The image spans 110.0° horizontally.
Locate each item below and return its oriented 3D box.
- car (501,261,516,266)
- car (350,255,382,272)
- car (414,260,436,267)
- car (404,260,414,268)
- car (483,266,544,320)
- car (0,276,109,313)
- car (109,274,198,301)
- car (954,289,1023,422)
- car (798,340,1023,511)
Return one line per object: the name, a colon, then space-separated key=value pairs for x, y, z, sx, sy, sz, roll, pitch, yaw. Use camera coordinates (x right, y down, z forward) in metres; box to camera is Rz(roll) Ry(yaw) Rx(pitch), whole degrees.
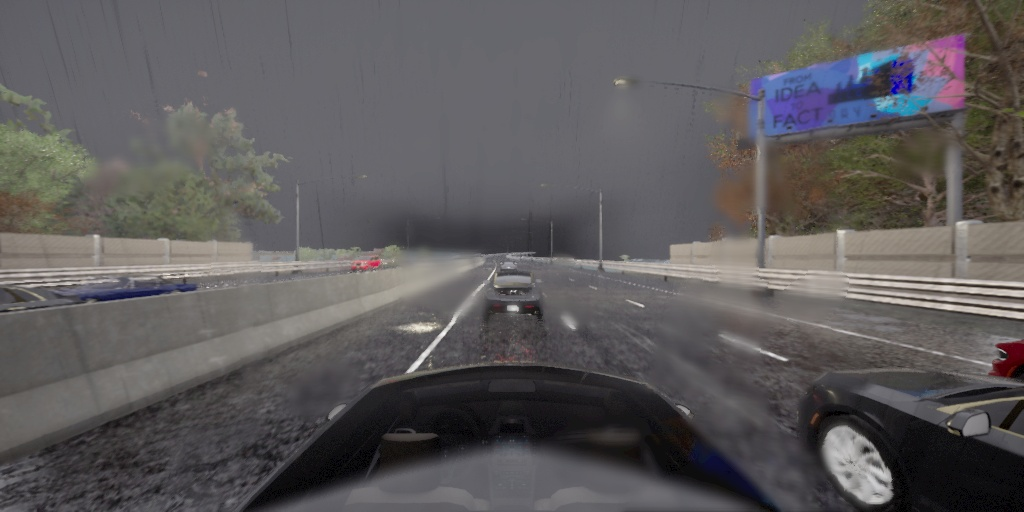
car: x=-0.413 y=1.287 z=43.261 sx=1.994 sy=1.385 sz=4.181 roll=0 pitch=0 yaw=-1
car: x=-18.140 y=0.954 z=44.889 sx=2.150 sy=2.045 sz=5.566 roll=0 pitch=0 yaw=-1
car: x=-11.205 y=1.329 z=47.687 sx=1.895 sy=1.301 sz=4.718 roll=0 pitch=0 yaw=-1
car: x=-14.879 y=1.286 z=54.408 sx=1.994 sy=1.385 sz=4.181 roll=0 pitch=0 yaw=-1
car: x=0.053 y=1.253 z=12.557 sx=1.837 sy=1.490 sz=4.892 roll=0 pitch=0 yaw=0
car: x=-10.616 y=1.258 z=6.135 sx=1.837 sy=1.490 sz=4.892 roll=0 pitch=0 yaw=0
car: x=-14.146 y=1.354 z=12.832 sx=1.895 sy=1.301 sz=4.718 roll=0 pitch=0 yaw=0
car: x=7.091 y=1.225 z=2.479 sx=1.882 sy=1.535 sz=5.008 roll=0 pitch=0 yaw=0
car: x=3.592 y=1.254 z=1.345 sx=1.837 sy=1.490 sz=4.892 roll=0 pitch=0 yaw=0
